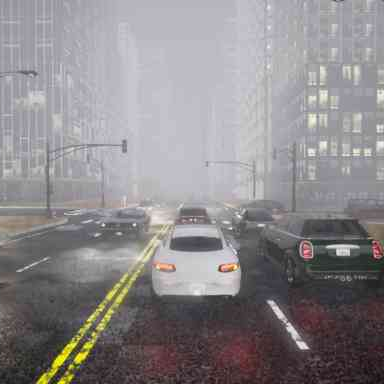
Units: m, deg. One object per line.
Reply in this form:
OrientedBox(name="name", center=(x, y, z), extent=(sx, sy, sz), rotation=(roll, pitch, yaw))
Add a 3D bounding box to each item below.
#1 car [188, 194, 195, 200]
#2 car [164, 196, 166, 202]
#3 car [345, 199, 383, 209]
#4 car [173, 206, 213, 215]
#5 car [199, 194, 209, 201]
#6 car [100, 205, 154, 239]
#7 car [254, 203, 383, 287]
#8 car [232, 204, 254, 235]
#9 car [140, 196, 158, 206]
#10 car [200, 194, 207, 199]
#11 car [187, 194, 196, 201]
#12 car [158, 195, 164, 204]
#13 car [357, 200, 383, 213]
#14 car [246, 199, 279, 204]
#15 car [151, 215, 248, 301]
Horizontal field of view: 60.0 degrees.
OrientedBox(name="car", center=(-0.228, 1.220, 90.766), extent=(1.882, 1.535, 5.008), rotation=(0, 0, 0))
OrientedBox(name="car", center=(-6.681, 1.416, 71.475), extent=(1.882, 1.535, 5.008), rotation=(0, 0, 0))
OrientedBox(name="car", center=(16.127, 1.519, 29.599), extent=(5.009, 1.841, 2.192), rotation=(1, 0, 1))
OrientedBox(name="car", center=(0.056, 1.495, 17.432), extent=(1.837, 1.490, 4.892), rotation=(0, 0, 0))
OrientedBox(name="car", center=(3.049, 1.396, 80.356), extent=(1.882, 1.535, 5.008), rotation=(0, 0, 0))
OrientedBox(name="car", center=(-3.344, 1.592, 17.443), extent=(1.895, 1.301, 4.718), rotation=(0, 0, 1))
OrientedBox(name="car", center=(3.327, 1.348, 9.460), extent=(2.097, 1.767, 4.553), rotation=(0, 0, 0))
OrientedBox(name="car", center=(3.304, 1.555, 17.846), extent=(1.994, 1.385, 4.181), rotation=(0, 0, 0))
OrientedBox(name="car", center=(-6.718, 1.528, 50.776), extent=(1.994, 1.385, 4.181), rotation=(0, 0, 0))
OrientedBox(name="car", center=(3.022, 1.266, 90.773), extent=(1.812, 1.442, 4.674), rotation=(0, 0, 0))
OrientedBox(name="car", center=(-0.201, 1.418, 80.348), extent=(1.837, 1.490, 4.892), rotation=(0, 0, 0))
OrientedBox(name="car", center=(-6.722, 1.429, 61.100), extent=(1.882, 1.535, 5.008), rotation=(0, 0, 1))
OrientedBox(name="car", center=(21.715, 1.642, 37.900), extent=(4.829, 1.417, 1.752), rotation=(1, 0, 1))
OrientedBox(name="car", center=(7.326, 1.538, 35.508), extent=(4.892, 1.490, 1.837), rotation=(1, 1, 1))
OrientedBox(name="car", center=(0.081, 1.522, 8.184), extent=(1.812, 1.442, 4.674), rotation=(0, 0, 0))
